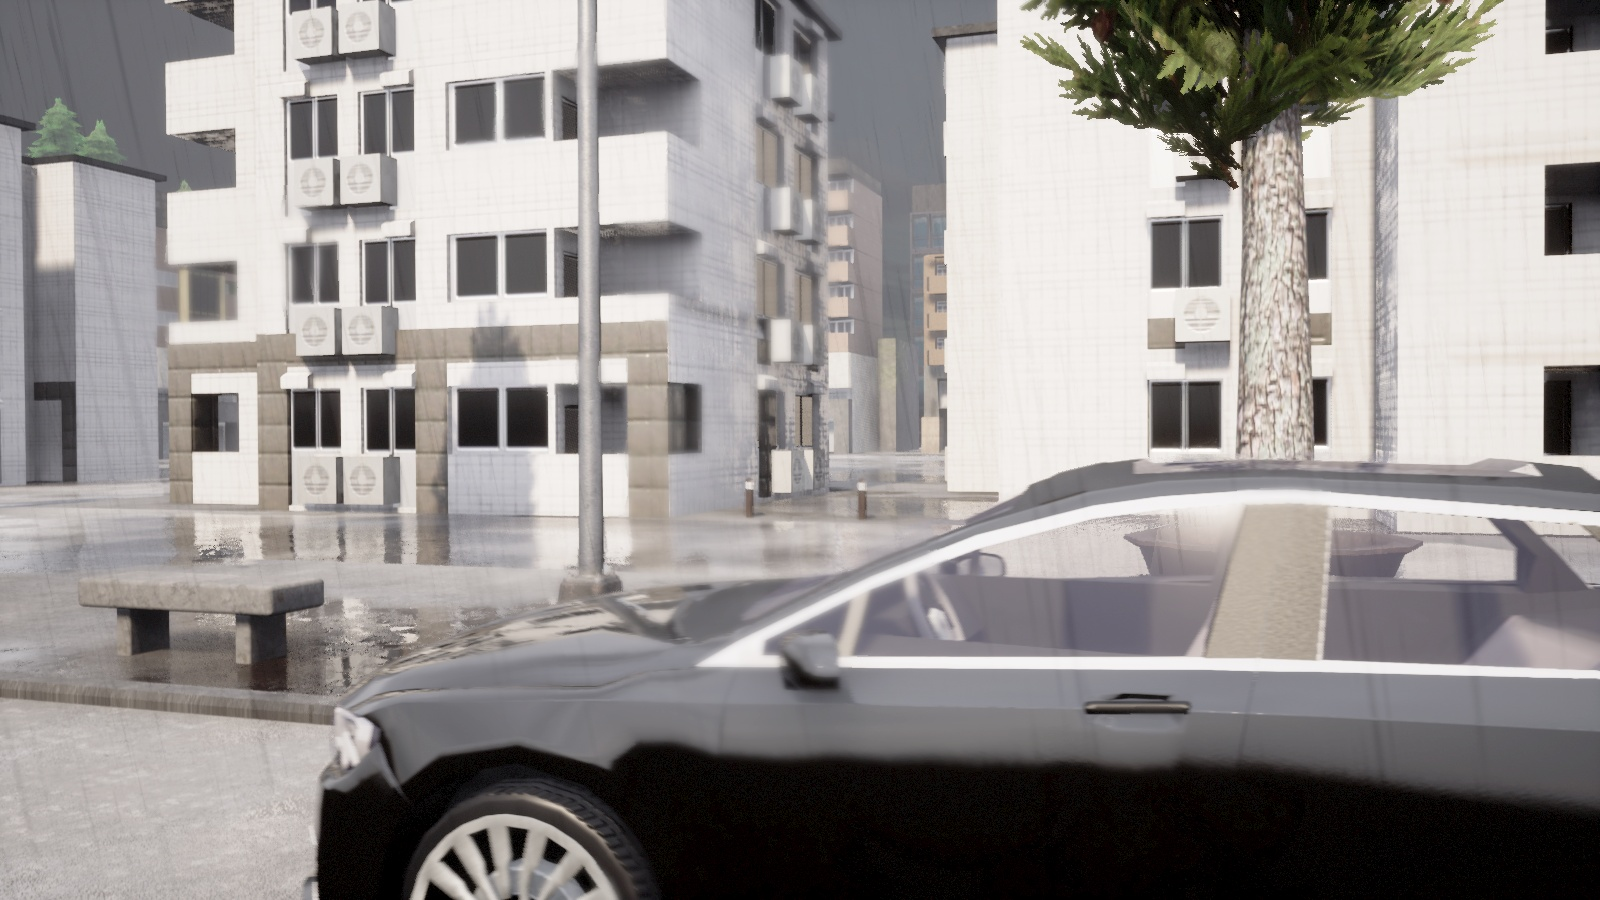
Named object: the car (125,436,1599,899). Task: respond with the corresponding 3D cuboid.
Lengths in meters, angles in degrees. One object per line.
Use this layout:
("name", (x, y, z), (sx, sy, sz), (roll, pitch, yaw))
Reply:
("car", (0.962, 0.733, 3.397), (4.902, 1.511, 2.128), (0, 1, 19))
